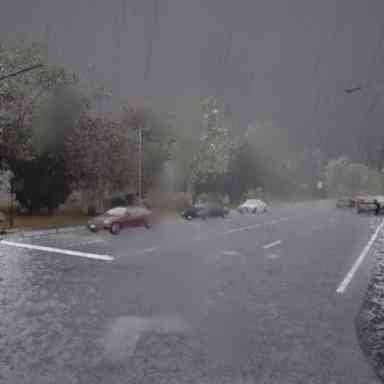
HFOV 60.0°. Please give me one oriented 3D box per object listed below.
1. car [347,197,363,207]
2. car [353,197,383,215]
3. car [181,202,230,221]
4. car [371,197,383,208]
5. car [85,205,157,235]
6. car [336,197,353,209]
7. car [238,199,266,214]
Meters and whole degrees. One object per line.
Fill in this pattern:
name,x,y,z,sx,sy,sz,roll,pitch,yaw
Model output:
car,25.953,1.512,53.003,1.812,1.442,4.674,0,0,32
car,18.337,1.484,34.383,2.128,1.511,4.902,0,0,32
car,1.244,1.526,27.350,2.033,1.411,5.357,0,0,32
car,27.266,1.517,48.530,1.812,1.442,4.674,0,0,32
car,-3.899,1.505,19.165,1.812,1.442,4.674,0,0,32
car,20.384,1.478,44.184,2.128,1.511,4.902,0,0,32
car,6.554,1.504,35.735,1.812,1.442,4.674,0,0,32
